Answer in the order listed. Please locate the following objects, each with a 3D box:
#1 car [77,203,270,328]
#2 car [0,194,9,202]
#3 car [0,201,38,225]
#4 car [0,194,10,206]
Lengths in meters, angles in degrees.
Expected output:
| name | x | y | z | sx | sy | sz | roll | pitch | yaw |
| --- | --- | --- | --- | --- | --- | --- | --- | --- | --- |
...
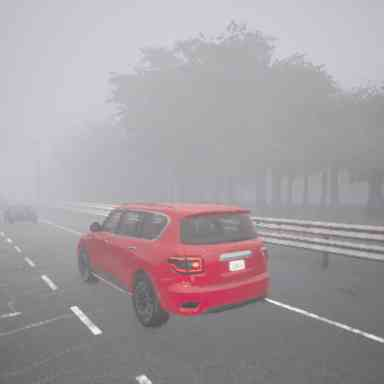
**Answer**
| name | x | y | z | sx | sy | sz | roll | pitch | yaw |
| --- | --- | --- | --- | --- | --- | --- | --- | --- | --- |
| car | -0.811 | 1.248 | 7.420 | 2.150 | 2.045 | 5.566 | 0 | 0 | -34 |
| car | -24.348 | 1.491 | 41.762 | 2.097 | 1.767 | 4.553 | 0 | 0 | -34 |
| car | -13.054 | 1.632 | 25.280 | 2.033 | 1.411 | 5.357 | 0 | 0 | -34 |
| car | -35.661 | 1.428 | 61.917 | 2.150 | 2.045 | 5.566 | 0 | 0 | -20 |
